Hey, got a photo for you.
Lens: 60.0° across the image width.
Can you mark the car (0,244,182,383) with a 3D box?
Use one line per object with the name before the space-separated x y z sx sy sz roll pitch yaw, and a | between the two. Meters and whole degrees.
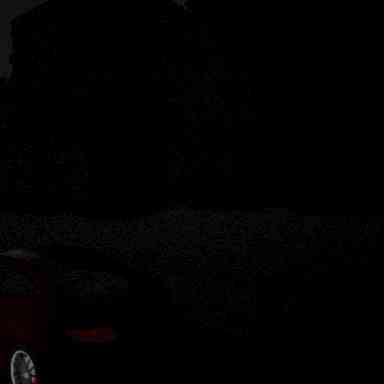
car | -2.282 1.526 4.909 4.674 1.452 2.002 0 0 35
